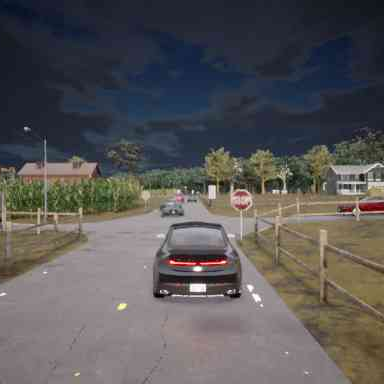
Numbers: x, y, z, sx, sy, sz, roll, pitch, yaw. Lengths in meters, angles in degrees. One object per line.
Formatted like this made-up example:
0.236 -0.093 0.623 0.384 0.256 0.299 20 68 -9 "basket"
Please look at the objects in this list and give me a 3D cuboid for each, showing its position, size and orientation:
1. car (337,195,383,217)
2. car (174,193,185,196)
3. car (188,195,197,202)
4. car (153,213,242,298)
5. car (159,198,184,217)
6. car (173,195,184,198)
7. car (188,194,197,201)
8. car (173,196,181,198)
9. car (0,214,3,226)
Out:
13.785 1.027 25.536 5.008 1.535 1.882 -2 -2 0 "car"
-2.696 1.169 68.285 2.150 2.045 5.566 0 0 0 "car"
0.062 1.492 70.349 1.994 1.385 4.181 0 0 0 "car"
0.106 1.509 8.522 1.837 1.490 4.892 0 0 0 "car"
-2.011 1.580 31.248 1.994 1.385 4.181 0 1 -11 "car"
-2.778 1.563 54.059 1.895 1.301 4.718 0 0 0 "car"
0.074 1.310 80.362 2.033 1.411 5.357 0 0 0 "car"
-2.808 1.574 43.978 1.895 1.301 4.718 0 0 0 "car"
-15.331 1.667 22.655 4.553 1.767 2.097 -1 -2 -2 "car"
